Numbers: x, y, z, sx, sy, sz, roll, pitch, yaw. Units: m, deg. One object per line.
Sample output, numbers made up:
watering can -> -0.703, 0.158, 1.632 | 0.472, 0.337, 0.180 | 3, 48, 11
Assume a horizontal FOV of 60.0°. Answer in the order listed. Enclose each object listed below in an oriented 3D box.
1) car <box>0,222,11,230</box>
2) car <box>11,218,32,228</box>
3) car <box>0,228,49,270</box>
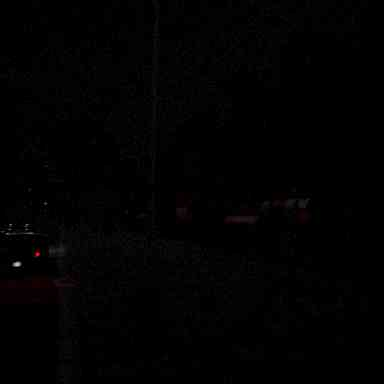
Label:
car -> -12.640, 2.652, 20.297 | 1.837, 1.490, 4.892 | 3, -4, -21
car -> -19.695, 3.789, 38.272 | 2.097, 1.767, 4.553 | 3, -5, -22
car -> -7.060, 2.408, 13.954 | 1.895, 1.301, 4.718 | 3, -4, -22
